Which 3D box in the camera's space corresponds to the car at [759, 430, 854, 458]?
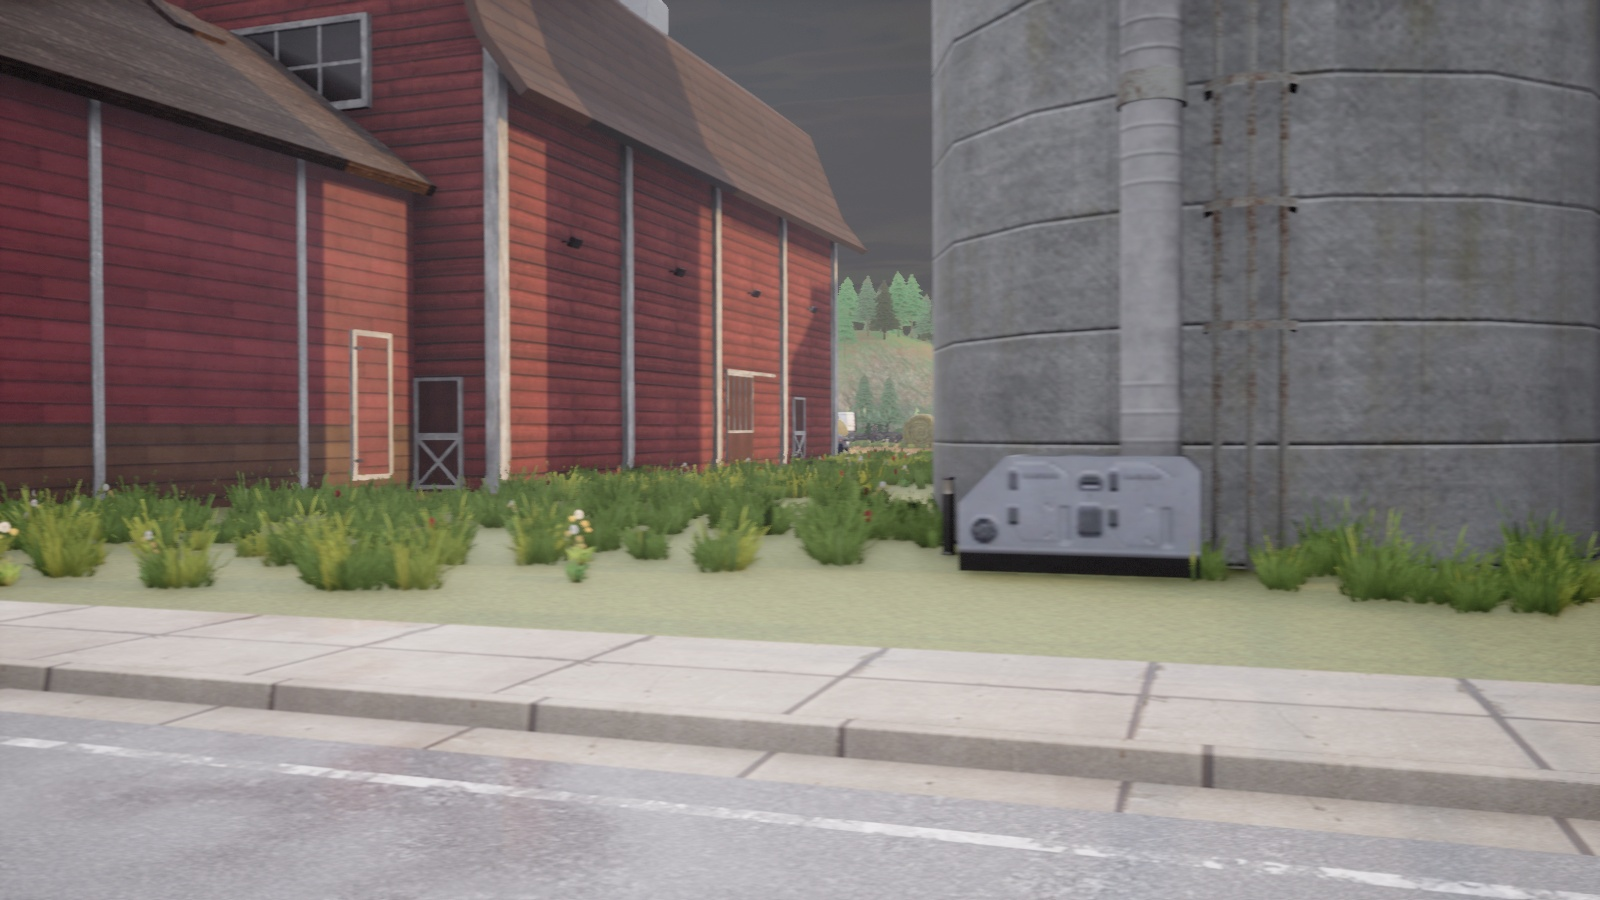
[{"bbox_3d":[0.355,-0.324,69.443,4.792,1.488,2.163,0,1,19],"label":"car"}]
